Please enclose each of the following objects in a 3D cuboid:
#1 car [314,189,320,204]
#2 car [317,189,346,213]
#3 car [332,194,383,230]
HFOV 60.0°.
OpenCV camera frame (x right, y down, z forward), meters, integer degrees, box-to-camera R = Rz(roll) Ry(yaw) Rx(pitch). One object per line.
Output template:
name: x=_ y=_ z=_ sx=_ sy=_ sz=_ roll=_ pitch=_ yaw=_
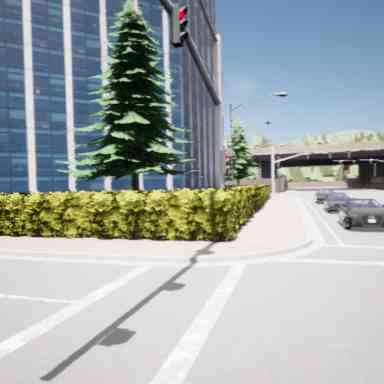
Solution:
car: x=13.895 y=0.427 z=34.846 sx=2.128 sy=1.511 sz=4.902 roll=-1 pitch=1 yaw=17
car: x=11.006 y=0.752 z=25.195 sx=2.033 sy=1.411 sz=5.357 roll=-1 pitch=1 yaw=17
car: x=8.377 y=1.015 z=16.349 sx=1.994 sy=1.385 sz=4.181 roll=-1 pitch=1 yaw=17
